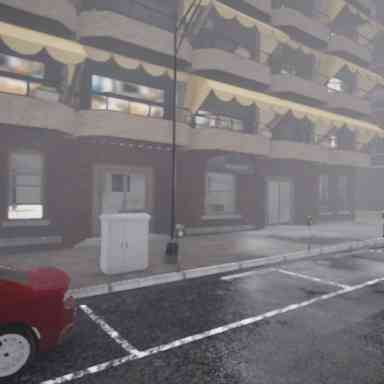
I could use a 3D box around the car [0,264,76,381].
[{"bbox_3d":[-3.731,1.545,3.881,4.507,1.381,1.887,0,1,-35],"label":"car"}]
